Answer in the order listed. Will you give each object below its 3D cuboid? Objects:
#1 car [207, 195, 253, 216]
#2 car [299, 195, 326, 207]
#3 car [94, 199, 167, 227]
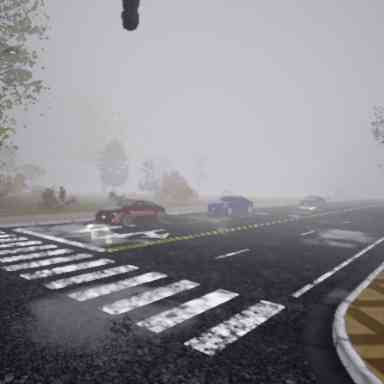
[{"bbox_3d":[3.138,1.000,26.754,1.882,1.535,5.008,3,2,38],"label":"car"},{"bbox_3d":[15.333,1.067,42.076,2.033,1.411,5.357,3,2,39],"label":"car"},{"bbox_3d":[-3.308,1.088,18.619,1.994,1.385,4.181,3,2,38],"label":"car"}]
